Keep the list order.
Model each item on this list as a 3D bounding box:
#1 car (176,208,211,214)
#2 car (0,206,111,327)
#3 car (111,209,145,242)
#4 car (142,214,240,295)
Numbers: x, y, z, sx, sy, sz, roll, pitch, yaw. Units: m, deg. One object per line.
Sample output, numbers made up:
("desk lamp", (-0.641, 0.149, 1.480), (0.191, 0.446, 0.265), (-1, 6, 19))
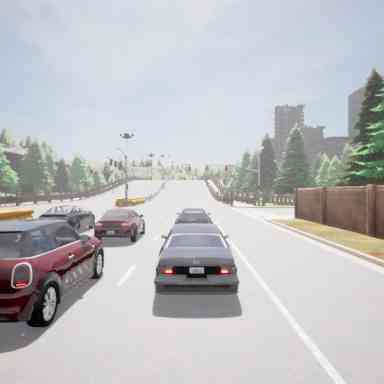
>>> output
("car", (0.084, 1.564, 18.124), (1.994, 1.385, 4.181), (0, 0, 0))
("car", (-3.408, 1.352, 7.175), (2.097, 1.767, 4.553), (0, 0, 0))
("car", (-3.418, 1.526, 16.169), (1.812, 1.442, 4.674), (0, 0, -1))
("car", (0.091, 1.547, 8.883), (2.033, 1.411, 5.357), (0, 0, 0))
